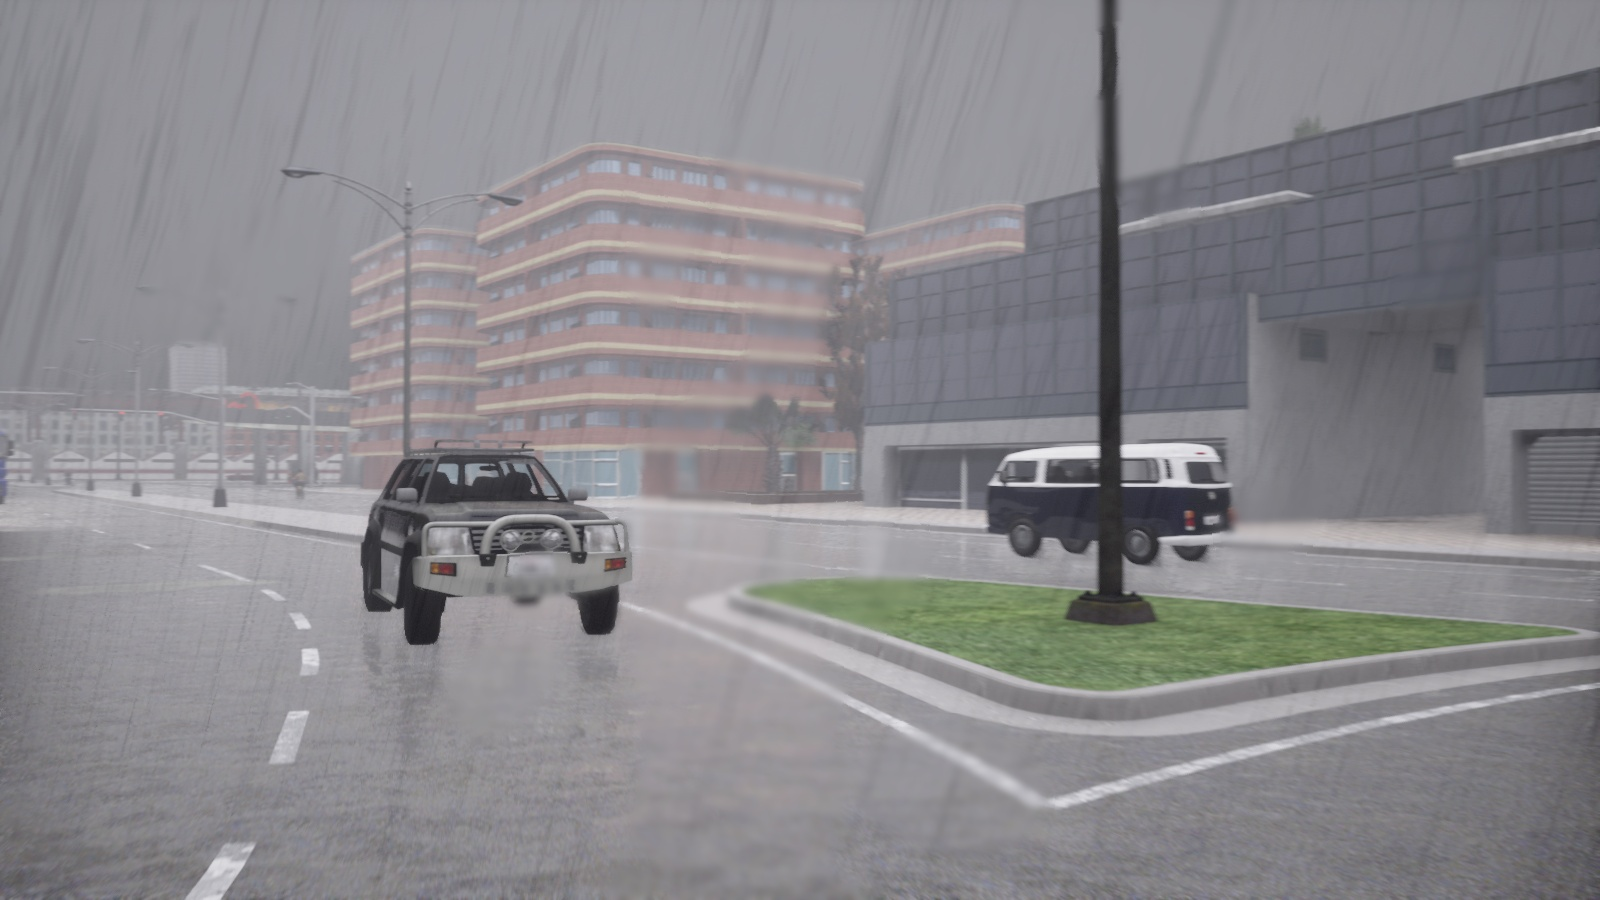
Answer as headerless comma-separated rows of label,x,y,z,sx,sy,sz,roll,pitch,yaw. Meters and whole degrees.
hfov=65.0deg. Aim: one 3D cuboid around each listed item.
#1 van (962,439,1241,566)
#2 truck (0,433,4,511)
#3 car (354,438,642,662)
van,5.299,0.885,22.565,2.069,2.038,4.480,0,-1,-41
truck,-38.536,1.032,57.666,2.891,3.462,7.936,0,-1,-36
car,-3.289,0.867,12.902,1.932,1.855,4.605,0,-1,-26
